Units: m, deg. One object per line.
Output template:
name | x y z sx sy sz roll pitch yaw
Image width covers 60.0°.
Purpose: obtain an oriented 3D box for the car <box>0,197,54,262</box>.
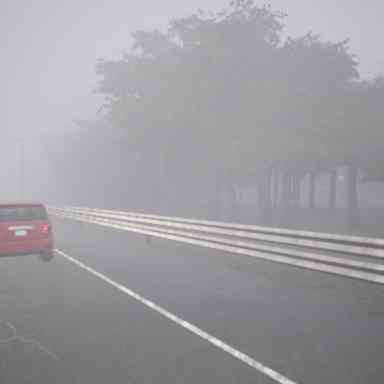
car | -6.594 1.330 12.034 2.150 2.045 5.566 0 -1 -35
